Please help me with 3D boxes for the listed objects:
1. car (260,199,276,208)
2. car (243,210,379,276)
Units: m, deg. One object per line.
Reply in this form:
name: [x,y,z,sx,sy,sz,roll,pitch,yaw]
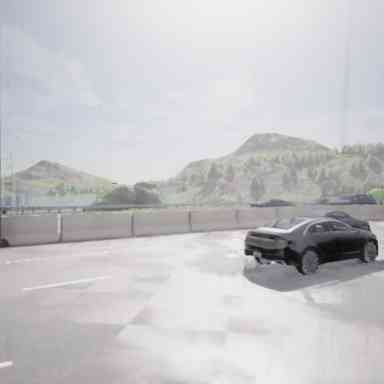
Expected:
car: [9.980,1.516,41.929,5.357,1.411,2.033,0,0,-26]
car: [3.819,1.486,10.324,4.902,1.511,2.128,0,0,-32]
